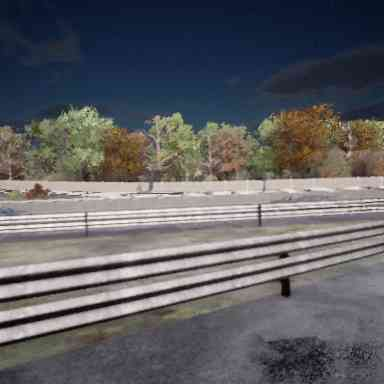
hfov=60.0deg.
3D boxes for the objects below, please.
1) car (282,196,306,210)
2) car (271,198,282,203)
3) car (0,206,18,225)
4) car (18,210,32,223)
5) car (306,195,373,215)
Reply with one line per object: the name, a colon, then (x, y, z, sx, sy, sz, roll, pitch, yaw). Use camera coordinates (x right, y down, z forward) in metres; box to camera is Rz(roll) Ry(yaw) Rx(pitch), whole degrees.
car: (11.380, 0.992, 30.355, 5.357, 1.411, 2.033, -2, 1, -12)
car: (10.565, 1.017, 33.763, 4.718, 1.301, 1.895, -2, 1, -12)
car: (-15.957, 1.934, 24.307, 4.902, 1.511, 2.128, -2, 1, -13)
car: (-15.953, 1.910, 27.894, 4.674, 1.442, 1.812, -2, 1, -13)
car: (12.249, 0.963, 26.962, 4.902, 1.511, 2.128, -2, 1, -12)
